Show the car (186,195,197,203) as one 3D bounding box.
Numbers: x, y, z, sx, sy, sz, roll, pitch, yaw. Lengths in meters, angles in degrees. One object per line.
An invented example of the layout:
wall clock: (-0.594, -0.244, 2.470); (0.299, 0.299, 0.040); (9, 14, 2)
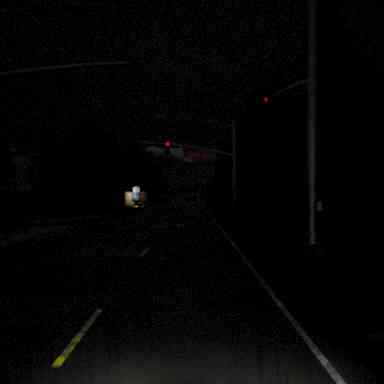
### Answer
car: (-0.012, 1.366, 65.673); (1.837, 1.490, 4.892); (0, 0, 0)
